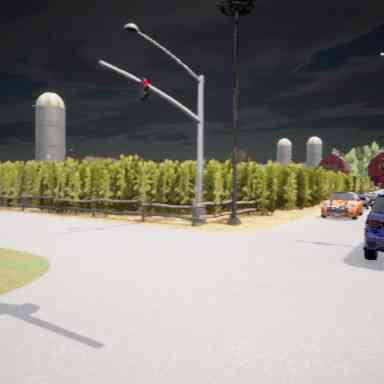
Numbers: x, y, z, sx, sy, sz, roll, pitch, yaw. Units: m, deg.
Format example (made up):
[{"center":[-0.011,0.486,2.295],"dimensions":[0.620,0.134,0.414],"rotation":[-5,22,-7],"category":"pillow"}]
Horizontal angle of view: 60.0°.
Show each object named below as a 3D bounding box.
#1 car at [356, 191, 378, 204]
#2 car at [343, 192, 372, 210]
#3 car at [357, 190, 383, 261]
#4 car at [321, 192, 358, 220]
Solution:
[{"center":[20.570,0.597,38.977],"dimensions":[1.994,1.385,4.181],"rotation":[2,2,32],"category":"car"},{"center":[15.241,0.799,30.466],"dimensions":[1.994,1.385,4.181],"rotation":[2,2,31],"category":"car"},{"center":[6.891,0.968,10.515],"dimensions":[2.150,2.045,5.566],"rotation":[2,2,34],"category":"car"},{"center":[10.080,0.784,22.209],"dimensions":[2.097,1.767,4.553],"rotation":[2,2,32],"category":"car"}]
